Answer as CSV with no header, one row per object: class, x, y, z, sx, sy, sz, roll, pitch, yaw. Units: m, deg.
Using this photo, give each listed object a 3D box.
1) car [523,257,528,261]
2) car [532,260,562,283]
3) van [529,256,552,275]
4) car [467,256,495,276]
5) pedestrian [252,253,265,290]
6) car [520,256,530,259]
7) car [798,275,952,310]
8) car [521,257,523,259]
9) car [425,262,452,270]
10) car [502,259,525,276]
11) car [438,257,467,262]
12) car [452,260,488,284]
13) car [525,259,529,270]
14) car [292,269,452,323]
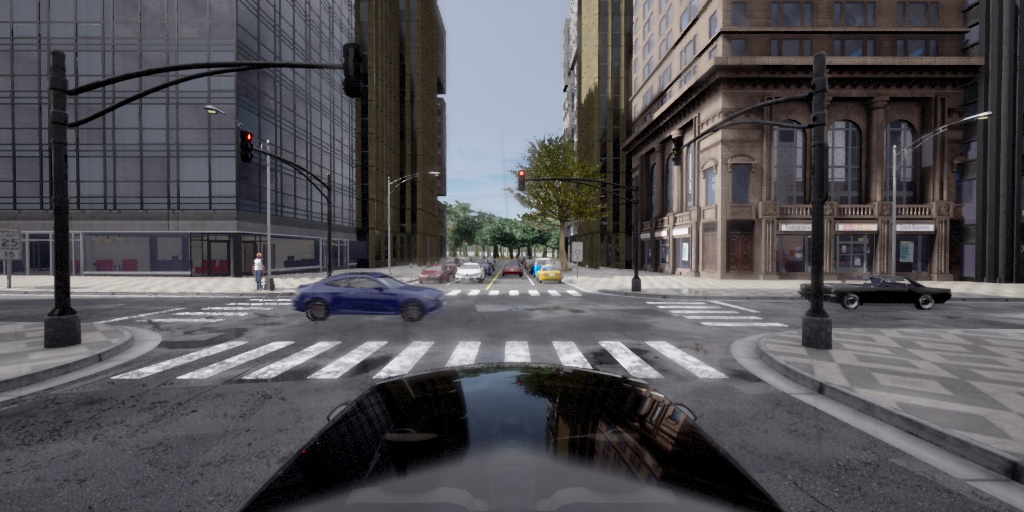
car,2.768,1.209,49.823,1.751,1.417,4.829,0,0,0
car,2.765,1.255,27.104,1.751,1.417,4.829,0,0,0
van,2.766,1.061,32.614,1.690,1.789,3.998,0,0,0
car,-3.094,1.067,36.050,2.097,1.767,4.553,0,0,0
pedestrian,-12.521,0.741,17.756,0.375,1.860,0.375,0,0,0
car,2.769,1.204,61.011,2.007,1.370,4.403,0,0,0
car,14.711,1.444,14.777,4.718,1.301,1.895,0,1,0
car,2.769,1.214,55.332,1.888,1.381,4.507,0,0,0
car,-5.760,1.311,26.926,1.802,1.307,4.207,0,0,0
car,0.053,1.277,36.695,1.994,1.385,4.181,0,0,1
car,-5.759,1.035,32.607,2.192,1.841,5.009,0,0,0
car,-3.094,1.255,27.170,1.812,1.442,4.674,0,0,0
car,2.767,1.276,38.294,1.948,1.339,4.313,0,0,0
car,-4.506,1.259,11.542,4.674,1.442,1.812,0,1,0
